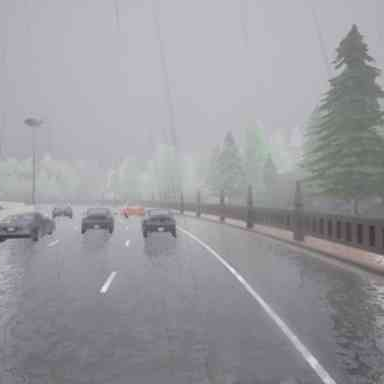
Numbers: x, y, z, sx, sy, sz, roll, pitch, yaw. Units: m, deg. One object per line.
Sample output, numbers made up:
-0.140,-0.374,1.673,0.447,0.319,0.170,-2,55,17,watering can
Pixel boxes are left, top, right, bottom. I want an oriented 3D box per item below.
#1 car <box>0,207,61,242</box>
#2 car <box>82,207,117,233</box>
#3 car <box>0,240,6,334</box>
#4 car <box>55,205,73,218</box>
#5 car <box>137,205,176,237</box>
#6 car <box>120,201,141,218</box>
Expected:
-8.687,1.776,17.601,2.033,1.411,5.357,0,-1,-11,car
-6.026,1.773,21.638,1.837,1.490,4.892,0,0,-12,car
-3.597,1.536,2.850,2.128,1.511,4.902,0,-1,-2,car
-13.526,2.041,34.835,1.895,1.301,4.718,0,-1,-20,car
-2.095,1.742,19.908,1.837,1.490,4.892,0,-1,-11,car
-6.452,1.782,35.667,2.097,1.767,4.553,0,-1,-19,car
